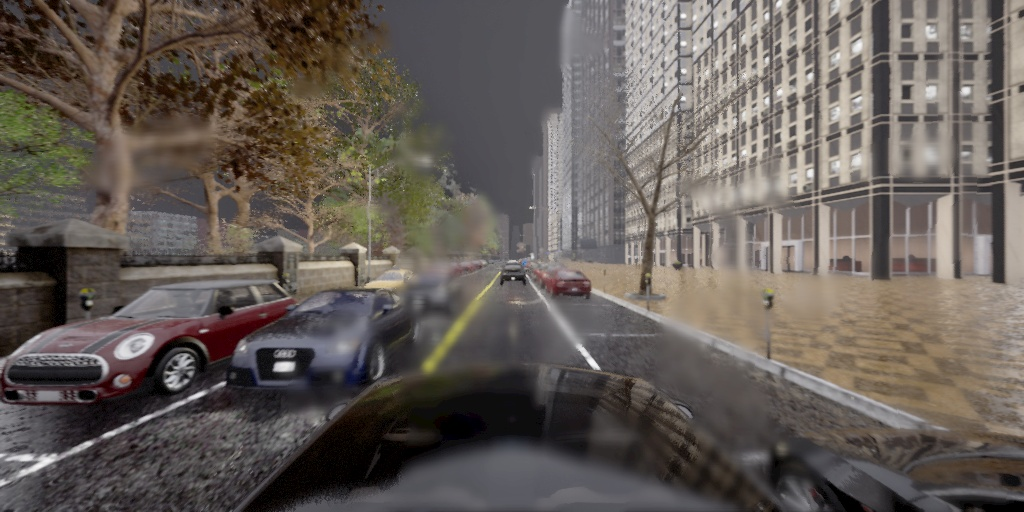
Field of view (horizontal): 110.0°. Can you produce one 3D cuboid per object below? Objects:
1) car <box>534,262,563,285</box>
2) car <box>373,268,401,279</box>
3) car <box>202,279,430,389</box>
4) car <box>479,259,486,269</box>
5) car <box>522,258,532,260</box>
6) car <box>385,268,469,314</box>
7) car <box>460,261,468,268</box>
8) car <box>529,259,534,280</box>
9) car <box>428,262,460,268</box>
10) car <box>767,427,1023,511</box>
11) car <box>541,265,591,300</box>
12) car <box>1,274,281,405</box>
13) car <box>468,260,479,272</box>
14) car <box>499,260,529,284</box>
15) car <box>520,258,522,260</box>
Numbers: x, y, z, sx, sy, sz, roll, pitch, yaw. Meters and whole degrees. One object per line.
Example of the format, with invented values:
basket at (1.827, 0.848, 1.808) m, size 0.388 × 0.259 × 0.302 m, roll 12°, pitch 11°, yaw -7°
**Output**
car at (2.696, 1.204, 23.286) m, size 1.967 × 1.591 × 4.097 m, roll 0°, pitch 0°, yaw 0°
car at (-5.686, 1.285, 17.486) m, size 1.751 × 1.417 × 4.829 m, roll 0°, pitch 0°, yaw 0°
car at (-3.097, 1.316, 6.852) m, size 1.994 × 1.385 × 4.181 m, roll 0°, pitch 0°, yaw 0°
car at (-5.675, 1.350, 57.081) m, size 1.888 × 1.381 × 4.507 m, roll 0°, pitch 0°, yaw 0°
car at (2.704, 1.379, 51.446) m, size 1.802 × 1.307 × 4.207 m, roll 0°, pitch 0°, yaw 0°
car at (-2.997, 1.321, 13.576) m, size 1.994 × 1.385 × 4.181 m, roll 0°, pitch 0°, yaw 0°
car at (-5.682, 1.321, 34.552) m, size 1.888 × 1.381 × 4.507 m, roll 0°, pitch 0°, yaw 0°
car at (2.698, 1.210, 28.917) m, size 1.967 × 1.591 × 4.097 m, roll 0°, pitch 0°, yaw 0°
car at (-5.683, 1.210, 28.919) m, size 1.967 × 1.591 × 4.097 m, roll 0°, pitch 0°, yaw 0°
car at (2.689, 1.316, 0.756) m, size 1.948 × 1.339 × 4.313 m, roll 0°, pitch 0°, yaw 0°
car at (2.694, 1.305, 17.654) m, size 1.888 × 1.381 × 4.507 m, roll 0°, pitch 0°, yaw 0°
car at (-5.690, 1.192, 6.391) m, size 1.967 × 1.591 × 4.097 m, roll 0°, pitch 0°, yaw 0°
car at (-5.678, 1.334, 45.816) m, size 1.888 × 1.381 × 4.507 m, roll 0°, pitch 0°, yaw 0°
car at (0.088, 1.275, 27.082) m, size 1.837 × 1.490 × 4.892 m, roll 0°, pitch 1°, yaw 0°
car at (0.113, 1.318, 48.539) m, size 1.812 × 1.442 × 4.674 m, roll 0°, pitch 0°, yaw 0°
